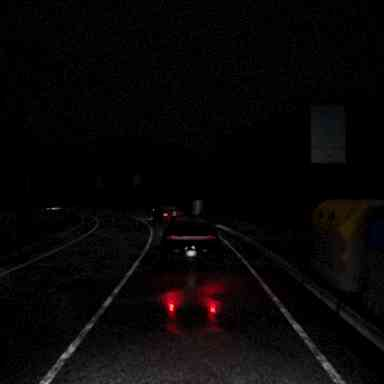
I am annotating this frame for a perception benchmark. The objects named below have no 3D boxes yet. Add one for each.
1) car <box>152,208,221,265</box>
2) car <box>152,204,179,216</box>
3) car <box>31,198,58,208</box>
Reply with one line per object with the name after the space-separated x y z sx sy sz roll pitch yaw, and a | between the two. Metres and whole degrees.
-0.081 1.529 11.806 2.128 1.511 4.902 0 0 -1 | car
-1.892 1.633 25.655 2.033 1.411 5.357 0 0 -15 | car
-21.024 1.562 47.416 4.181 1.385 1.994 1 -1 36 | car
